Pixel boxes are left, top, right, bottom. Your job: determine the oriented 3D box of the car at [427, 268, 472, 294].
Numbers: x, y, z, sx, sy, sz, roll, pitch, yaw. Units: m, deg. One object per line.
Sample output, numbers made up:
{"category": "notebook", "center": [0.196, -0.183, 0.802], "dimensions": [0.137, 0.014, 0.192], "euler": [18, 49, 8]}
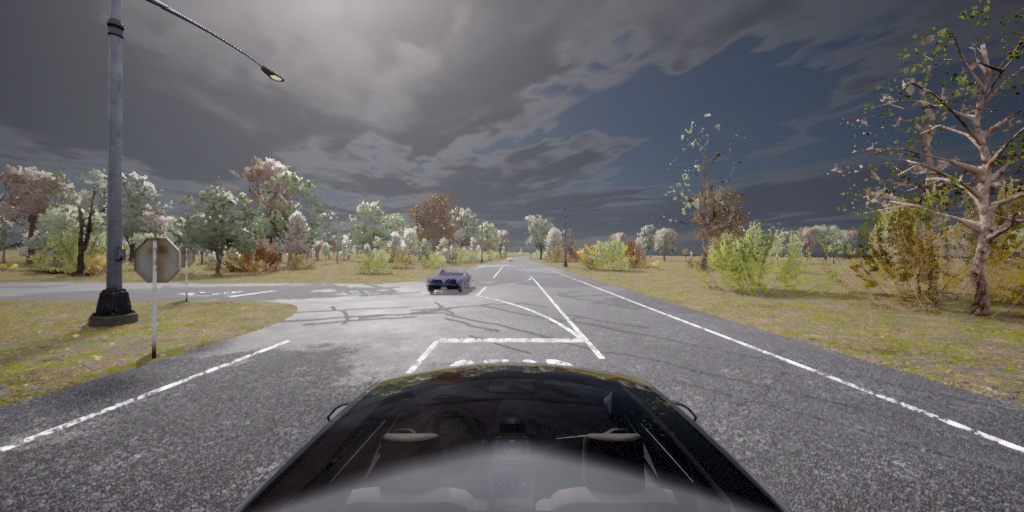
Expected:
{"category": "car", "center": [-3.445, 1.337, 20.369], "dimensions": [1.895, 1.301, 4.718], "euler": [0, 0, 0]}
